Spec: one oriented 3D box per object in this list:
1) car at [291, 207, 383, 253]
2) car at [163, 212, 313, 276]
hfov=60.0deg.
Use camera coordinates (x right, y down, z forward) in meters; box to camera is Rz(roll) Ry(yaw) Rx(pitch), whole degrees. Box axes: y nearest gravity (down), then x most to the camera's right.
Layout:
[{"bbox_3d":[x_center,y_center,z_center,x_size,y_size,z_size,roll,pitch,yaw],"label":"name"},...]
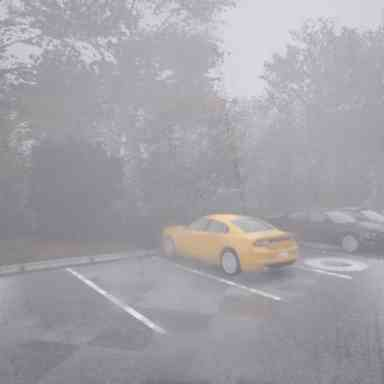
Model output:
[{"bbox_3d":[5.442,1.420,13.690,2.097,1.535,5.008,0,0,-35],"label":"car"},{"bbox_3d":[0.914,1.439,10.449,2.097,1.535,5.008,0,0,-35],"label":"car"}]
